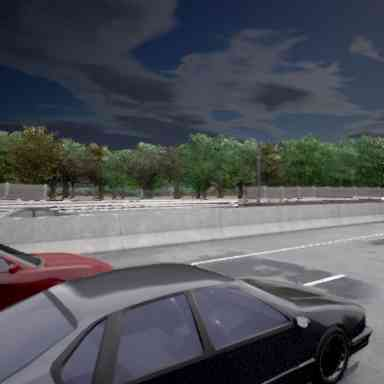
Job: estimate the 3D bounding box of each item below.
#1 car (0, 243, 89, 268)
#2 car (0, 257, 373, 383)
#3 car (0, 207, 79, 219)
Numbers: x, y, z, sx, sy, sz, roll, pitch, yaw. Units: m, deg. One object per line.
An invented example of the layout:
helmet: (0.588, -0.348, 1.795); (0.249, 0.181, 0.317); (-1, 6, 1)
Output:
car: (-3.762, 1.477, 5.362); (5.008, 1.535, 1.882); (0, 0, -35)
car: (-0.236, 1.544, 3.578); (5.357, 1.411, 2.033); (0, 0, -35)
car: (-7.858, 1.472, 15.581); (5.008, 1.535, 1.882); (0, 0, -35)
